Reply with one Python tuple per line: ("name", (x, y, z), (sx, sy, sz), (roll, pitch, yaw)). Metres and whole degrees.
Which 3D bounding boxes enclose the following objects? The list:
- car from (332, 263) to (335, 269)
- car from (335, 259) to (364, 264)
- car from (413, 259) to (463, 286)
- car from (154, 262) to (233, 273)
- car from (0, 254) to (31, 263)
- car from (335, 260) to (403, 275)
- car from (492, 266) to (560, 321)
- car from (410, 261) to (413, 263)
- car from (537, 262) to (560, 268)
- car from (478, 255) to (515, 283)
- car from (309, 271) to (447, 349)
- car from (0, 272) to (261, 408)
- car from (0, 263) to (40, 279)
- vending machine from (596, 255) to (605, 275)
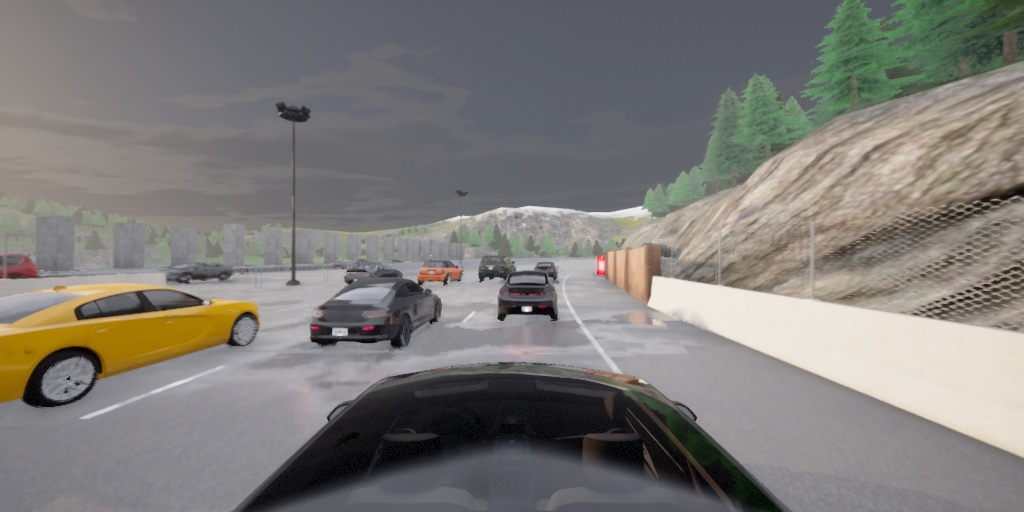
("car", (-24.417, 1.155, 53.334), (1.882, 1.535, 5.008), (0, 0, 14))
("car", (-21.710, 1.188, 49.905), (1.837, 1.490, 4.892), (0, 1, 14))
("car", (-4.997, 1.084, 25.626), (2.097, 1.767, 4.553), (0, 0, 8))
("car", (-22.829, 1.178, 25.864), (2.128, 1.511, 4.902), (0, 0, 8))
("car", (-27.308, 0.899, 17.399), (2.150, 2.045, 5.566), (0, 0, 5))
("car", (-8.858, 1.214, 23.305), (2.128, 1.511, 4.902), (0, 0, 7))
("car", (0.594, 1.254, 12.577), (1.837, 1.490, 4.892), (0, 0, 4))
("car", (-15.492, 1.205, 59.829), (1.837, 1.490, 4.892), (0, 2, 15))
("car", (2.961, 1.256, 30.868), (1.837, 1.490, 4.892), (0, 0, 10))
("car", (-1.089, 0.963, 28.199), (2.150, 2.045, 5.566), (0, 0, 9))
("car", (-3.139, 1.266, 9.054), (1.812, 1.442, 4.674), (0, 0, 2))
("car", (-6.753, 1.210, 6.199), (1.882, 1.535, 5.008), (0, 0, 2))
("car", (-10.273, 1.075, 4.742), (2.097, 1.767, 4.553), (0, 0, 1))
("vending machine", (9.463, 0.962, 38.217), (1.100, 2.100, 0.880), (0, 0, 14))
